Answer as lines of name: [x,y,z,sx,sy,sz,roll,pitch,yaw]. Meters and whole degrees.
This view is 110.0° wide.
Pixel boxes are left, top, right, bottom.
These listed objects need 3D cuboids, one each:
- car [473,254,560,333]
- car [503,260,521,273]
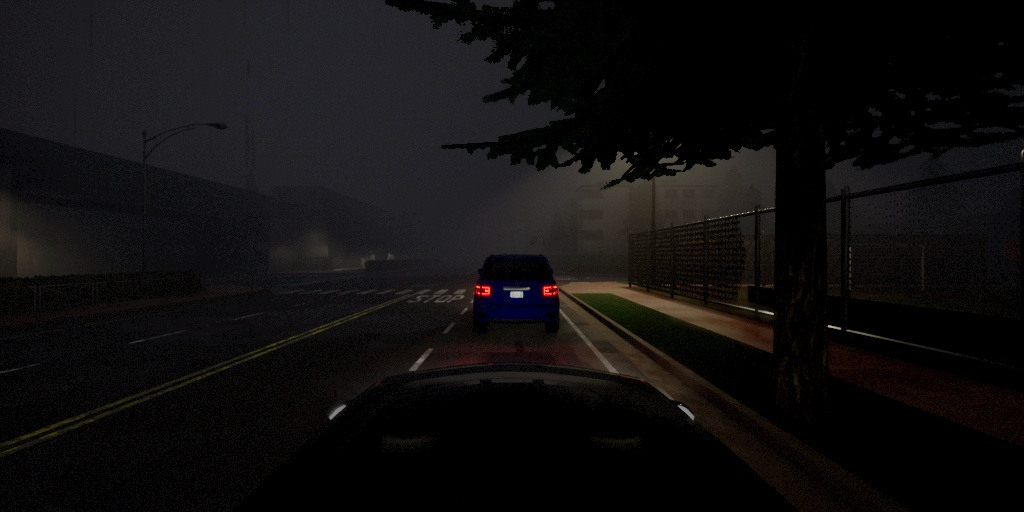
car: [0.113,0.972,10.857,2.150,2.045,5.566,0,0,0]
car: [0.013,1.241,45.716,2.128,1.511,4.902,0,0,0]
